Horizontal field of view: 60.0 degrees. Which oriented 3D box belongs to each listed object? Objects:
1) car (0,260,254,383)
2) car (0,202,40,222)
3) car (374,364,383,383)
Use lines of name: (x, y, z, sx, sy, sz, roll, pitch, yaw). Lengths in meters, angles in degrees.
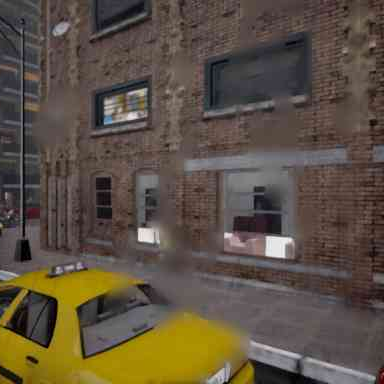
car: (-1.682, 1.524, 4.077, 4.829, 1.417, 1.752, 0, 0, 36)
car: (-14.544, 1.669, 29.542, 2.097, 1.767, 4.553, 0, -1, 35)
car: (3.083, 1.316, 0.678, 5.009, 1.841, 2.192, 0, 0, 36)
